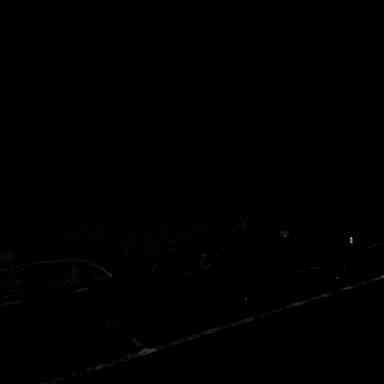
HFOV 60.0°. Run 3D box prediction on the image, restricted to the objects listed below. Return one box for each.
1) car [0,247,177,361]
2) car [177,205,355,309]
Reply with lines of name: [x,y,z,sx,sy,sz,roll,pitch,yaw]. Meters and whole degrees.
car: [-2.647,1.548,4.760,4.403,1.369,2.008,0,0,-35]
car: [1.921,1.285,8.014,5.009,1.841,2.192,0,0,-35]
